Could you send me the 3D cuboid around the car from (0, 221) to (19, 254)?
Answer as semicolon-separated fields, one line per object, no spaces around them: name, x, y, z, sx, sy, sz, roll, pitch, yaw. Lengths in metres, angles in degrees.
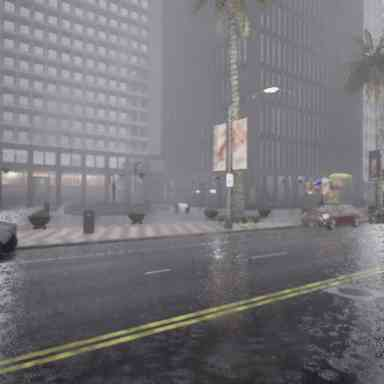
car;-8.191;1.506;10.544;4.786;1.482;2.161;1;0;-36

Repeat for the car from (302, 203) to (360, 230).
car;9.706;1.589;23.221;4.553;1.767;2.185;1;0;-36
